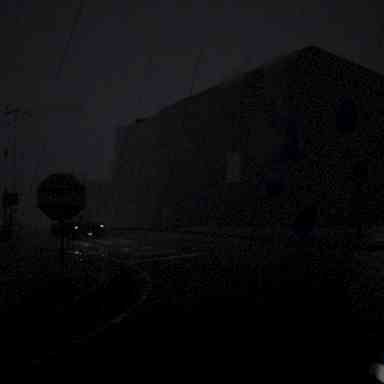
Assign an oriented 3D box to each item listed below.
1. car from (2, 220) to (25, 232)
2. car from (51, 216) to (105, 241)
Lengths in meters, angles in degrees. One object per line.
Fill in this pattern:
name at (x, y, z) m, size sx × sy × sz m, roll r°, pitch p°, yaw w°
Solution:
car at (-20.748, 3.955, 38.500) m, size 2.128 × 1.511 × 4.902 m, roll 1°, pitch -6°, yaw -37°
car at (-6.937, 2.130, 20.060) m, size 1.895 × 1.301 × 4.718 m, roll 1°, pitch -4°, yaw -37°
